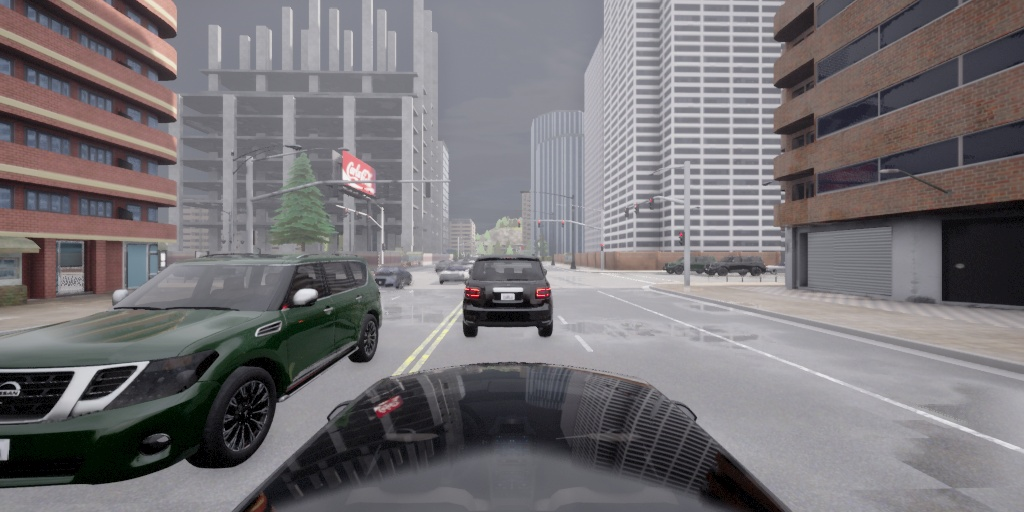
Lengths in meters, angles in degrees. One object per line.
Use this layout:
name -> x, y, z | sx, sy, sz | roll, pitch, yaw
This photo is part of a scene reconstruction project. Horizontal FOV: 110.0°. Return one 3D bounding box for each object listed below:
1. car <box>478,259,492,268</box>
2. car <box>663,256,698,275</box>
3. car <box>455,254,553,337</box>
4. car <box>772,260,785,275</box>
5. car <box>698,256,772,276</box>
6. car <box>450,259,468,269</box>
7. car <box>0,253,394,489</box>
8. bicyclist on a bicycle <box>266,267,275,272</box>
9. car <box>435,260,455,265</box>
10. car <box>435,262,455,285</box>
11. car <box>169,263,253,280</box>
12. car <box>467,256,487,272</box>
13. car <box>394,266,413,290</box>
car -> -4.799, 1.297, 64.338 | 2.033, 1.411, 5.357 | 0, 0, -1
car -> 19.406, 0.972, 38.992 | 5.566, 2.045, 2.150 | 0, 0, -1
car -> -0.116, 0.971, 10.421 | 2.150, 2.045, 5.566 | 0, 0, -1
car -> 29.536, 1.351, 39.239 | 4.718, 1.301, 1.895 | 0, 0, -1
car -> 22.015, 0.971, 35.561 | 5.566, 2.045, 2.150 | 0, 0, -2
car -> -8.160, 1.242, 55.901 | 2.128, 1.511, 4.902 | 0, 0, -1
car -> -3.674, 0.971, 5.207 | 2.150, 2.045, 5.566 | 0, 0, -2
bicyclist on a bicycle -> -28.682, 1.051, 42.559 | 0.582, 1.620, 1.656 | 0, 0, -1
car -> -7.902, 1.256, 42.519 | 1.837, 1.490, 4.892 | 0, 0, -1
car -> -4.076, 1.351, 26.231 | 1.895, 1.301, 4.718 | 0, 0, -1
car -> -25.608, 1.297, 30.650 | 5.357, 1.411, 2.033 | 0, 0, -1
car -> -4.476, 0.971, 46.625 | 2.150, 2.045, 5.566 | 0, 0, -1
car -> -7.494, 1.314, 22.088 | 1.994, 1.385, 4.181 | 0, 0, -1
